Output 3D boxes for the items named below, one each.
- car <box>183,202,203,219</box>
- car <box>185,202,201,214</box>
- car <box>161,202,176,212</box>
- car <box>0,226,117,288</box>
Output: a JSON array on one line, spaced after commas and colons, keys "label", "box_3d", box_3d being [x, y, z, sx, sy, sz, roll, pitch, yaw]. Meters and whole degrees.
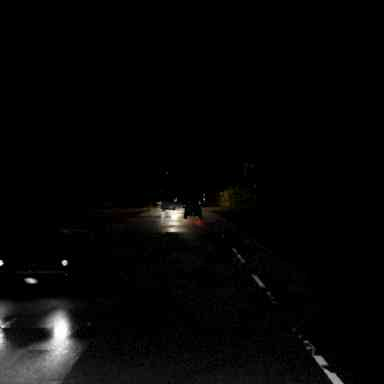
[{"label": "car", "box_3d": [0.096, 1.965, 34.832, 2.128, 1.511, 4.902, 0, -1, 0]}, {"label": "car", "box_3d": [0.095, 2.192, 46.827, 2.128, 1.511, 4.902, 0, -1, 0]}, {"label": "car", "box_3d": [-3.572, 2.307, 51.131, 1.812, 1.442, 4.674, 0, -1, 0]}, {"label": "car", "box_3d": [-3.600, 1.706, 9.662, 1.895, 1.301, 4.718, 0, -1, 0]}]
